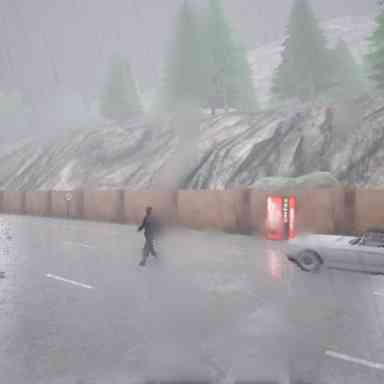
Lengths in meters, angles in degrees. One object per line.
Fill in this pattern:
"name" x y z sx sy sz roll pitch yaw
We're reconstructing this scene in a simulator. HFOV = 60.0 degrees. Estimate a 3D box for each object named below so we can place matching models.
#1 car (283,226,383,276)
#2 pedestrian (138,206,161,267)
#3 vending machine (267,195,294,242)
"car" 4.996 1.601 9.055 4.718 1.301 1.895 0 0 36
"pedestrian" -1.274 1.294 9.971 0.375 1.860 0.375 0 0 38
"vending machine" 4.195 1.195 15.698 0.880 2.100 1.100 0 0 37
